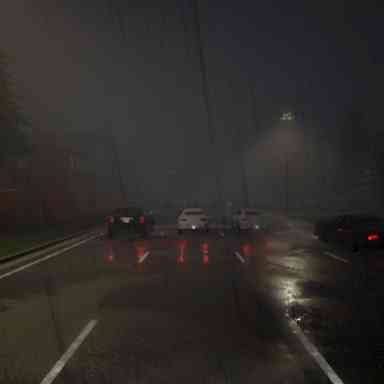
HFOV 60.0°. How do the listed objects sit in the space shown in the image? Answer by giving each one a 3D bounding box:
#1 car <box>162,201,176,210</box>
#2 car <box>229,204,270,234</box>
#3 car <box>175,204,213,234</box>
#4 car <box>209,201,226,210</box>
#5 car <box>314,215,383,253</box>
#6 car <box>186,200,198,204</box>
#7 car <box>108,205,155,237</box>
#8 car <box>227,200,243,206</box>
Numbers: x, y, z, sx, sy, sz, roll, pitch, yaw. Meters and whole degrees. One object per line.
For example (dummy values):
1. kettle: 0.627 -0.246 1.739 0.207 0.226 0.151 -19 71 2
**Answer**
1. car: -3.501 2.057 50.801 2.033 1.411 5.357 0 -1 0
2. car: 3.587 1.734 20.759 1.812 1.442 4.674 0 -1 0
3. car: 0.087 1.734 20.712 1.812 1.442 4.674 0 -1 0
4. car: 3.499 2.057 50.801 2.033 1.411 5.357 0 -1 0
5. car: 7.099 1.692 14.364 2.033 1.411 5.357 0 -1 0
6. car: -0.001 2.001 50.821 2.128 1.511 4.902 0 -1 0
7. car: -3.400 1.548 19.415 2.097 1.767 4.553 0 -1 0
8. car: 6.999 2.077 51.217 1.994 1.385 4.181 0 -1 0
